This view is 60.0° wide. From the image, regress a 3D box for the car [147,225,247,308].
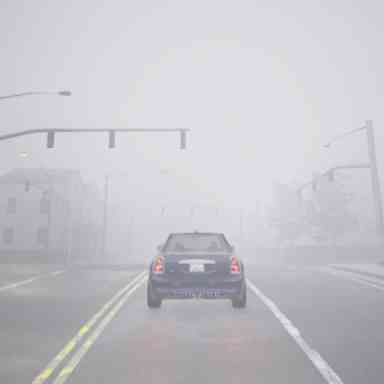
[{"bbox_3d":[0.102,1.801,8.874,2.097,1.767,4.553,0,-7,0],"label":"car"}]
